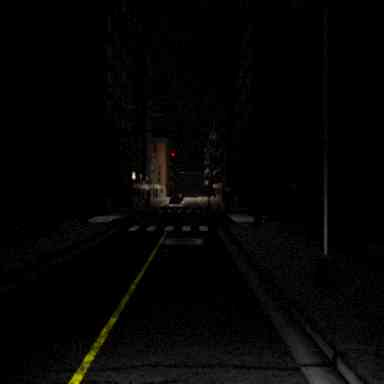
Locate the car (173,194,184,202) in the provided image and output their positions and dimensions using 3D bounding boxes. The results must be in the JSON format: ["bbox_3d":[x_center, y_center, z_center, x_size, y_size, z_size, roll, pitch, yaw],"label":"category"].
[{"bbox_3d":[-2.802,1.293,71.786,2.128,1.511,4.902,0,0,0],"label":"car"}]

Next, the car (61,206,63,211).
[{"bbox_3d":[-15.273,1.436,32.559,4.829,1.417,1.752,0,0,0],"label":"car"}]

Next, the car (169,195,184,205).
[{"bbox_3d":[-2.837,1.372,56.462,2.033,1.411,5.357,0,0,1],"label":"car"}]
